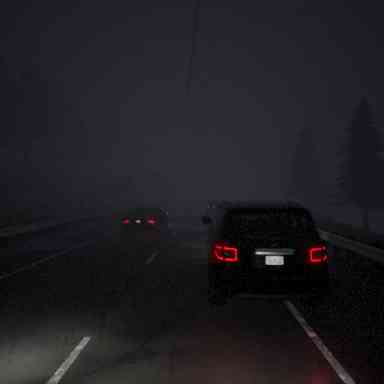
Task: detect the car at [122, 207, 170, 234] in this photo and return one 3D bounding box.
[{"bbox_3d":[-2.516,1.547,19.247,2.033,1.411,5.357,0,0,4],"label":"car"}]

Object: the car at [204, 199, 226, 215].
[{"bbox_3d":[2.549,1.547,35.693,2.033,1.411,5.357,0,0,7],"label":"car"}]

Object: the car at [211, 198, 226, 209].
[{"bbox_3d":[3.759,1.600,46.550,1.895,1.301,4.718,0,0,8],"label":"car"}]

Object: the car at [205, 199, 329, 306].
[{"bbox_3d":[1.471,1.225,8.180,2.150,2.045,5.566,0,0,2],"label":"car"}]
